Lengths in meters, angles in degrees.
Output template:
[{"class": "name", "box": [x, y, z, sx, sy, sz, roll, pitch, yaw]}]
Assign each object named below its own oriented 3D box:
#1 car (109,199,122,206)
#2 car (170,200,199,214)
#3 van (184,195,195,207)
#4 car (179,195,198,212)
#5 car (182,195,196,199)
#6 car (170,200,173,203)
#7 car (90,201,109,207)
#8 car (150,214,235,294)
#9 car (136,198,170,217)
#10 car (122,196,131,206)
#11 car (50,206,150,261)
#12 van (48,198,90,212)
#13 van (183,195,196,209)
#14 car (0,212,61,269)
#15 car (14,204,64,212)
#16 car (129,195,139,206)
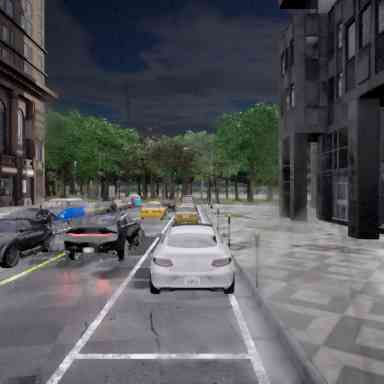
[{"class": "car", "box": [-8.909, 1.572, 34.448, 1.947, 1.339, 4.313, 0, 0, 0]}, {"class": "car", "box": [-0.384, 1.528, 23.743, 1.752, 1.417, 4.829, 0, 0, 0]}, {"class": "van", "box": [-0.384, 1.356, 50.761, 1.690, 1.788, 3.998, 0, 0, 0]}, {"class": "car", "box": [-0.384, 1.324, 39.886, 2.192, 1.841, 5.009, 0, 0, 0]}, {"class": "car", "box": [-0.384, 1.446, 34.448, 1.967, 1.590, 4.097, 0, 0, 0]}, {"class": "car", "box": [-3.046, 1.611, 42.557, 1.895, 1.301, 4.718, 0, 0, 0]}, {"class": "car", "box": [-8.909, 1.530, 28.841, 1.752, 1.417, 4.829, 0, 0, 0]}, {"class": "car", "box": [0.003, 1.526, 8.650, 1.812, 1.442, 4.674, 0, 0, 0]}, {"class": "car", "box": [-3.145, 1.462, 27.703, 1.801, 1.575, 5.366, 0, 0, 0]}, {"class": "car", "box": [-8.909, 1.534, 39.716, 1.752, 1.417, 4.829, 0, 0, 0]}, {"class": "car", "box": [-3.046, 1.492, 12.227, 2.128, 1.511, 4.902, 0, 0, 0]}, {"class": "van", "box": [-8.909, 1.344, 23.573, 1.690, 1.788, 3.998, 0, 0, 0]}, {"class": "van", "box": [-0.384, 1.353, 45.324, 1.690, 1.788, 3.998, 0, 0, 0]}, {"class": "car", "box": [-6.246, 1.564, 11.013, 1.994, 1.385, 4.181, 0, 0, 0]}, {"class": "car", "box": [-8.909, 1.567, 18.136, 1.947, 1.339, 4.313, 0, 0, 0]}, {"class": "car", "box": [-8.910, 1.452, 45.324, 1.967, 1.590, 4.097, 0, 0, 0]}]
